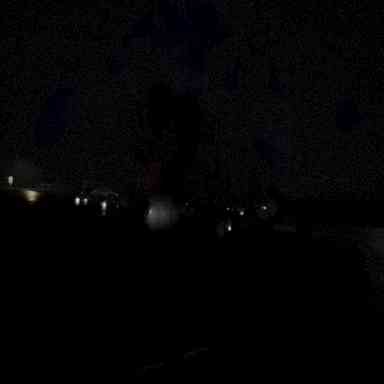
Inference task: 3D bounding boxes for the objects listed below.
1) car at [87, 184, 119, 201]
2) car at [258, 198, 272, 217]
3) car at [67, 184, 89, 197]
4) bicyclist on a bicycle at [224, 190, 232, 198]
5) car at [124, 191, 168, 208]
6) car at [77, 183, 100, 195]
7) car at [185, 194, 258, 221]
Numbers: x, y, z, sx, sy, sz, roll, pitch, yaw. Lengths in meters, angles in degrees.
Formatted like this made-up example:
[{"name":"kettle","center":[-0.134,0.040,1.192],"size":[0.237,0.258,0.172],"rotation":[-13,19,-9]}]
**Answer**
[{"name":"car","center":[-9.850,0.209,37.312],"size":[1.812,1.442,4.674],"rotation":[0,2,-35]},{"name":"car","center":[3.602,0.947,23.434],"size":[1.994,1.385,4.181],"rotation":[0,2,-35]},{"name":"car","center":[-15.860,-0.194,45.802],"size":[2.128,1.511,4.902],"rotation":[0,2,-34]},{"name":"bicyclist on a bicycle","center":[3.062,0.652,29.541],"size":[1.656,1.620,0.582],"rotation":[0,2,-36]},{"name":"car","center":[-4.175,0.584,29.372],"size":[2.033,1.411,5.357],"rotation":[0,2,-36]},{"name":"car","center":[-15.891,-0.474,50.817],"size":[2.097,1.767,4.553],"rotation":[0,2,-36]},{"name":"car","center":[1.496,0.889,21.442],"size":[2.128,1.511,4.902],"rotation":[0,2,-36]}]
